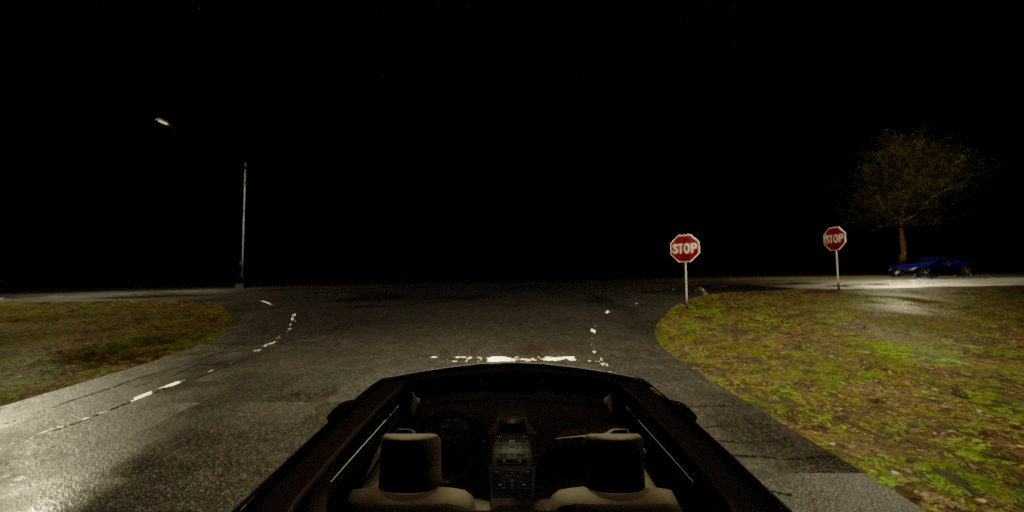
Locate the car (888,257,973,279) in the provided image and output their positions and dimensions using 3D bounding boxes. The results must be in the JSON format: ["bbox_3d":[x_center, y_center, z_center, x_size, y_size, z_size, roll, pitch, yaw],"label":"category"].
[{"bbox_3d":[28.608,0.809,24.551,4.674,1.442,1.812,-1,-3,-2],"label":"car"}]

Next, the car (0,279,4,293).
[{"bbox_3d":[-26.840,1.205,16.613,4.902,1.511,2.128,-1,-3,0],"label":"car"}]
